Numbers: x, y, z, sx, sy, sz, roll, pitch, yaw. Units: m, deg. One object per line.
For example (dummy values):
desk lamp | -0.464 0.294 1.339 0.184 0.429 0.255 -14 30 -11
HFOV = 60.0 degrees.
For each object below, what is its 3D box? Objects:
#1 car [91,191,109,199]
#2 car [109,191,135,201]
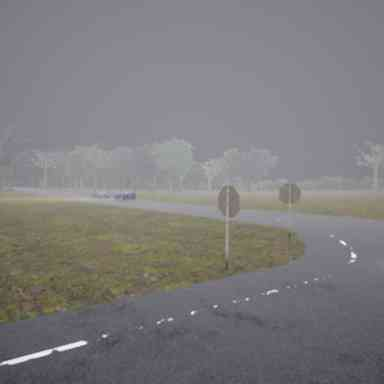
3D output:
car | -16.522 0.436 60.086 2.033 1.411 5.357 1 1 -35
car | -10.555 0.574 51.546 1.882 1.535 5.008 1 1 -35
